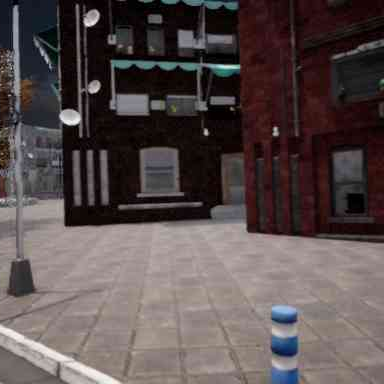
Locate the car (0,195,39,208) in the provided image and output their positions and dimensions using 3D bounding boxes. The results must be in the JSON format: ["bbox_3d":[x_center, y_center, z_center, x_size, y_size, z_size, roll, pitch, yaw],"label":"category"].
[{"bbox_3d":[-20.757,1.067,39.219,1.895,1.301,4.718,-3,1,32],"label":"car"}]
